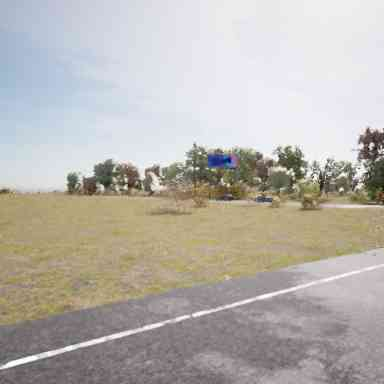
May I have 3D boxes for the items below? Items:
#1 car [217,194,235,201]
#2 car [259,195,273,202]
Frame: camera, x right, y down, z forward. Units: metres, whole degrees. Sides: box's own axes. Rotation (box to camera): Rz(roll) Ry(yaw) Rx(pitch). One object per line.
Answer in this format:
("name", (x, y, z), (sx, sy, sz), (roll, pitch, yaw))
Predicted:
("car", (7.975, 1.236, 78.273), (1.837, 1.490, 4.892), (0, 0, -34))
("car", (14.707, 1.402, 68.233), (2.033, 1.411, 5.357), (0, 0, -34))
